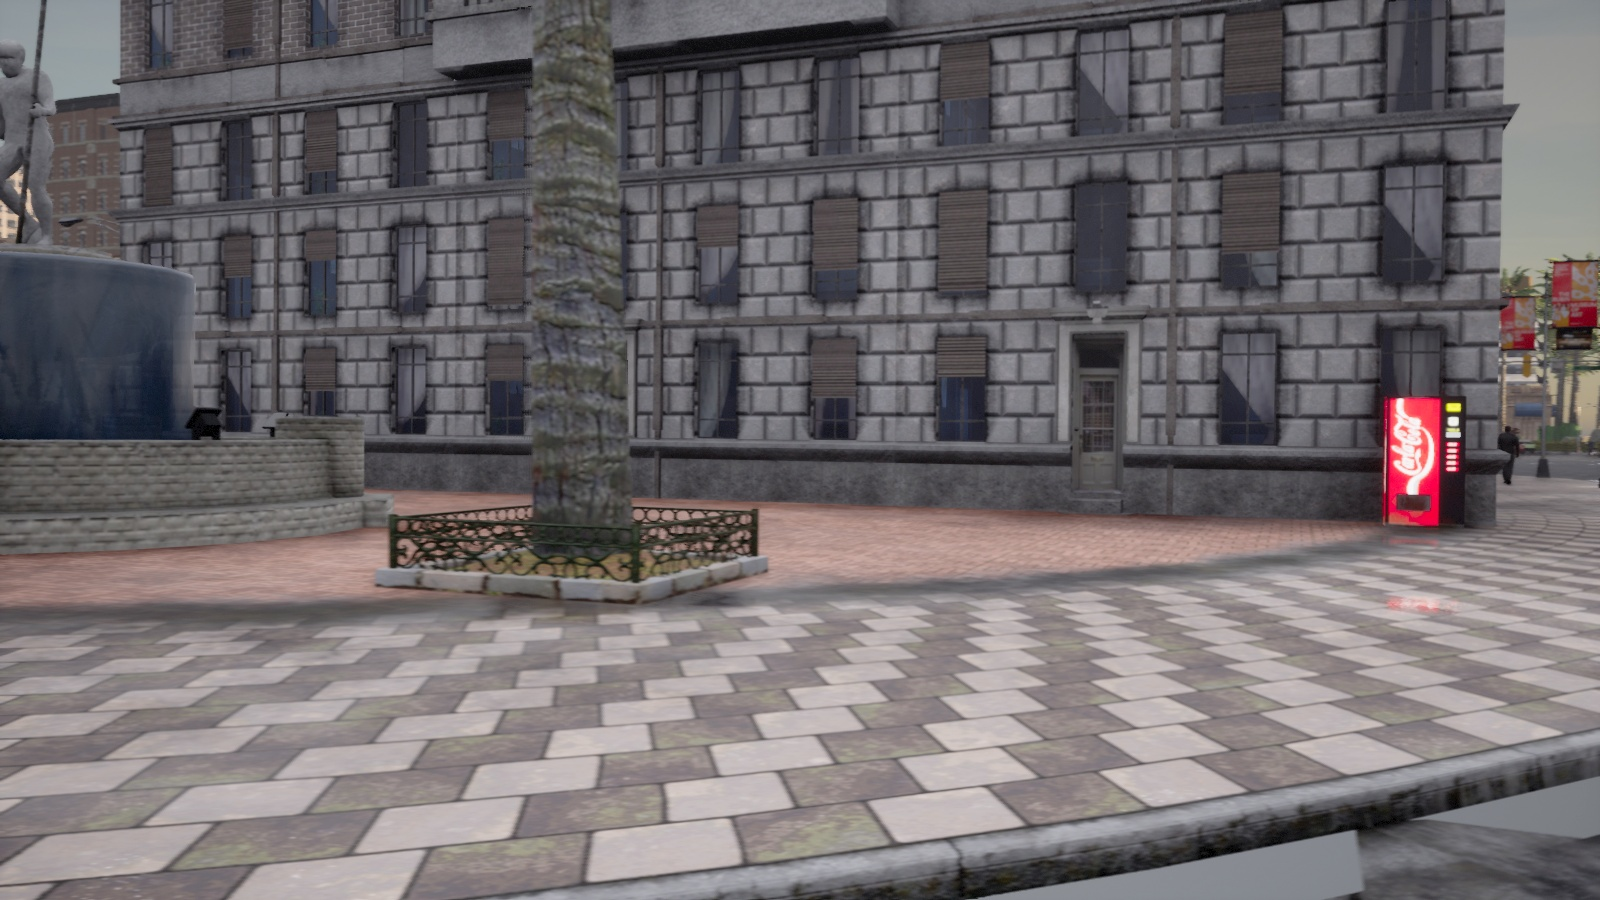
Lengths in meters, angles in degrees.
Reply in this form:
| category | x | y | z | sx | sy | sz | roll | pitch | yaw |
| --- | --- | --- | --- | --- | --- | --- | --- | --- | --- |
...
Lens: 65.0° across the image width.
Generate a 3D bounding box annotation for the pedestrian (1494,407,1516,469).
| category | x | y | z | sx | sy | sz | roll | pitch | yaw |
| --- | --- | --- | --- | --- | --- | --- | --- | --- | --- |
| pedestrian | 21.561 | -0.361 | 38.420 | 0.563 | 1.883 | 0.849 | 0 | 1 | 31 |
